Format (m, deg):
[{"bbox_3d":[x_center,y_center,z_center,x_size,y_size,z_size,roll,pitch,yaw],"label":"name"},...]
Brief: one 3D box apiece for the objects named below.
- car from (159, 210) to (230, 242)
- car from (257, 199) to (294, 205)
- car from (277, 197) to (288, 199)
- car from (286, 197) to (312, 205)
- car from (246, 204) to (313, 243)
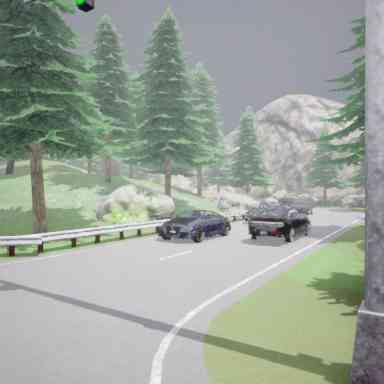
[{"bbox_3d":[0.222,1.578,16.491,1.994,1.385,4.181,0,0,33],"label":"car"},{"bbox_3d":[5.663,1.509,24.816,2.128,1.511,4.902,0,0,33],"label":"car"},{"bbox_3d":[14.453,1.567,52.946,1.837,1.490,4.892,5,-3,-36],"label":"car"},{"bbox_3d":[11.033,1.525,33.508,1.837,1.490,4.892,0,0,26],"label":"car"},{"bbox_3d":[4.400,1.564,16.286,2.128,1.511,4.902,0,-1,33],"label":"car"}]
